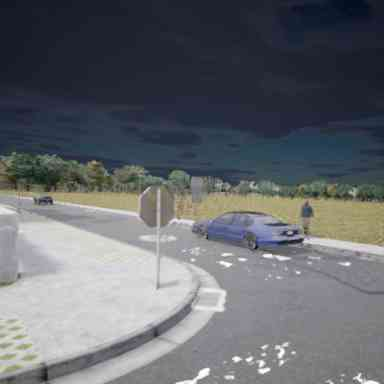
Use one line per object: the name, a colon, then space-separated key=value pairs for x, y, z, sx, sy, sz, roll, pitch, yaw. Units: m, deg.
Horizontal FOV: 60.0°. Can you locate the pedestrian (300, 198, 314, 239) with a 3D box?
pedestrian: x=5.203 y=1.195 z=15.201 sx=0.375 sy=1.860 sz=0.375 roll=2 pitch=-1 yaw=-36

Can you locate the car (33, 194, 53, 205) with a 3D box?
car: x=-20.455 y=0.988 z=45.723 sx=1.837 sy=1.490 sz=4.892 roll=1 pitch=0 yaw=-36

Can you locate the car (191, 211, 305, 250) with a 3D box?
car: x=2.185 y=1.536 z=14.395 sx=2.033 sy=1.411 sz=5.357 roll=1 pitch=0 yaw=-36
